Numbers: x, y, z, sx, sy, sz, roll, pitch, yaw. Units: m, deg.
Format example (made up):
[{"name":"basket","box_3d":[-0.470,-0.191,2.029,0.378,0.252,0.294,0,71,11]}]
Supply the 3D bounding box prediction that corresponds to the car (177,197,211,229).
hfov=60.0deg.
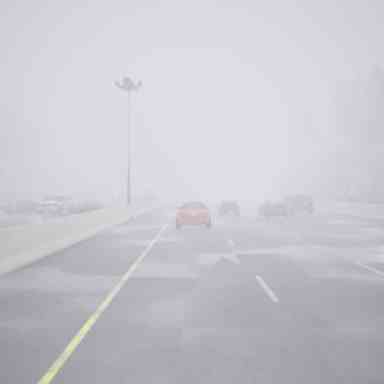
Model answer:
[{"name":"car","box_3d":[0.097,1.378,22.128,2.097,1.767,4.553,0,0,0]}]

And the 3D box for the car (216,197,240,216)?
[{"name":"car","box_3d":[3.596,1.545,33.268,1.837,1.490,4.892,0,0,0]}]

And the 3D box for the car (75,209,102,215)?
[{"name":"car","box_3d":[-10.570,1.606,34.460,1.994,1.385,4.181,0,0,0]}]

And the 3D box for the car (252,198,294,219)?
[{"name":"car","box_3d":[7.097,1.527,29.599,2.128,1.511,4.902,0,0,0]}]

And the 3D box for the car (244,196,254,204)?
[{"name":"car","box_3d":[11.051,1.568,63.920,2.128,1.511,4.902,0,0,5]}]

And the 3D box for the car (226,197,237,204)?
[{"name":"car","box_3d":[7.644,1.642,64.351,1.994,1.385,4.181,0,0,5]}]

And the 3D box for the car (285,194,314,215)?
[{"name":"car","box_3d":[10.597,1.262,34.053,2.150,2.045,5.566,0,0,0]}]

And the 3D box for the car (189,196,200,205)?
[{"name":"car","box_3d":[0.464,1.602,63.191,1.812,1.442,4.674,0,0,4]}]
